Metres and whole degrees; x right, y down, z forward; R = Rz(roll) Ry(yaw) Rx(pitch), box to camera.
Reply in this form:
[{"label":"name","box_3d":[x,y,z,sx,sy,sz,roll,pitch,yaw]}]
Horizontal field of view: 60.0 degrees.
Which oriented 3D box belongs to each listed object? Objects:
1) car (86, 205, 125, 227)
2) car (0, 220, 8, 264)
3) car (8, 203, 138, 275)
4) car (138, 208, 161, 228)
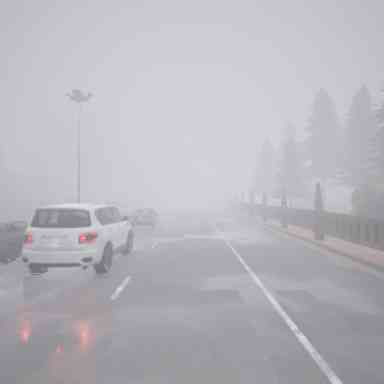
[{"label":"car","box_3d":[-6.966,1.890,27.320,1.837,1.490,4.892,0,0,1]},{"label":"car","box_3d":[-6.958,1.742,12.543,1.994,1.385,4.181,0,-1,0]},{"label":"car","box_3d":[-3.474,1.381,11.164,2.150,2.045,5.566,0,-1,0]},{"label":"car","box_3d":[-3.488,1.901,25.112,2.033,1.411,5.357,0,-1,0]}]
